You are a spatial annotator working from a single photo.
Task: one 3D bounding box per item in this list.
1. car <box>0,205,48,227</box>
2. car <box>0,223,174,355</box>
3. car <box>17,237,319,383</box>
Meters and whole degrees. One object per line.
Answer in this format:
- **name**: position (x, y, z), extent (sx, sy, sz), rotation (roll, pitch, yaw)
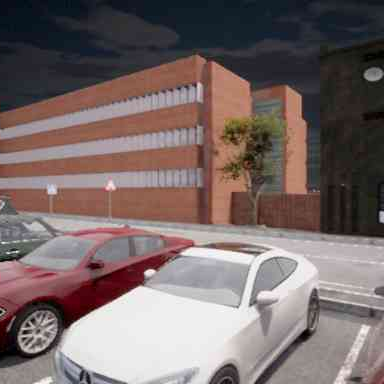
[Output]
- **car**: position (-4.192, 1.318, 7.945), extent (2.185, 1.767, 4.553), rotation (0, 0, 36)
- **car**: position (-1.870, 1.457, 6.334), extent (2.097, 1.535, 5.008), rotation (0, 0, 36)
- **car**: position (0.428, 1.511, 4.691), extent (2.002, 1.452, 4.674), rotation (0, 0, 36)
